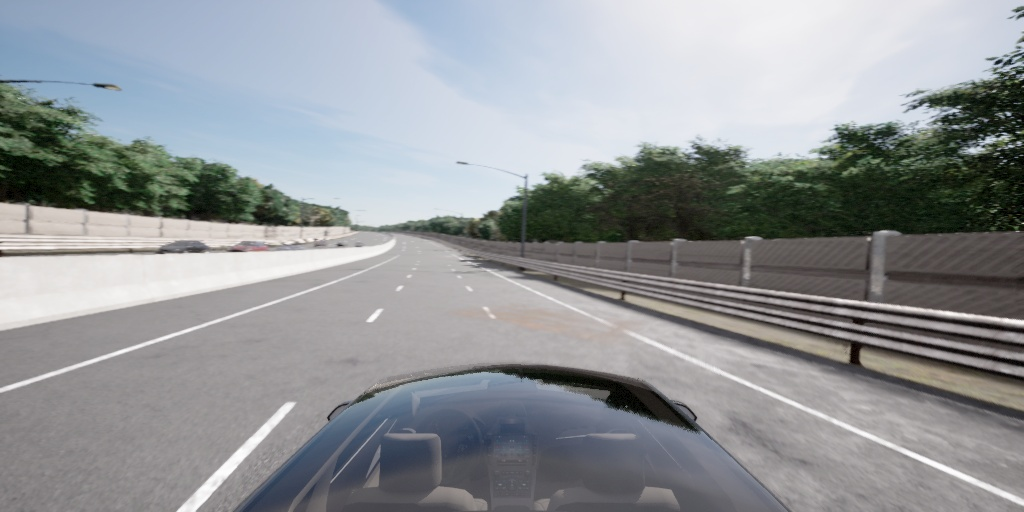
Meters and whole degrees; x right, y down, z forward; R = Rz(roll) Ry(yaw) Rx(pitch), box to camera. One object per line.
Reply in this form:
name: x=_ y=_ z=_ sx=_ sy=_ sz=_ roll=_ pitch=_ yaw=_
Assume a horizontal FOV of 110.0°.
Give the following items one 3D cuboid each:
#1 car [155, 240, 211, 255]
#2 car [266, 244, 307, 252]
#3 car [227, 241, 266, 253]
car: x=-28.270 y=-0.619 z=31.027 sx=1.837 sy=1.490 sz=4.892 roll=3 pitch=1 yaw=-13
car: x=-22.262 y=-0.411 z=36.114 sx=2.128 sy=1.511 sz=4.902 roll=3 pitch=1 yaw=-13
car: x=-25.568 y=-0.706 z=34.919 sx=2.097 sy=1.767 sz=4.553 roll=3 pitch=1 yaw=-13
